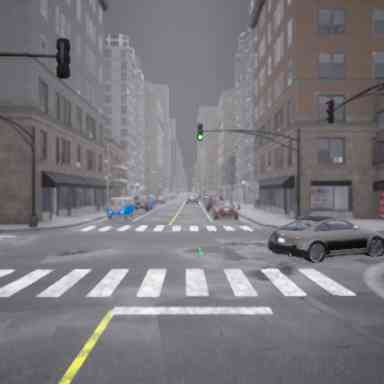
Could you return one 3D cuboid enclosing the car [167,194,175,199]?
[{"bbox_3d":[-5.857,1.399,94.620,1.947,1.339,4.313,0,0,0],"label":"car"}]

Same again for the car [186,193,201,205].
[{"bbox_3d":[0.049,1.283,58.580,2.097,1.767,4.553,0,0,0],"label":"car"}]

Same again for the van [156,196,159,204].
[{"bbox_3d":[-5.857,1.302,44.344,1.690,1.788,3.998,0,0,0],"label":"van"}]

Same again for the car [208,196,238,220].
[{"bbox_3d":[2.669,1.420,27.604,1.967,1.590,4.097,0,0,0],"label":"car"}]

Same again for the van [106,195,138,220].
[{"bbox_3d":[-5.857,1.322,27.586,1.690,1.788,3.998,0,0,0],"label":"van"}]

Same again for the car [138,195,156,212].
[{"bbox_3d":[-5.857,1.284,38.759,2.192,1.841,5.009,0,0,0],"label":"car"}]

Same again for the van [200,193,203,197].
[{"bbox_3d":[2.669,1.279,55.529,1.690,1.788,3.998,0,0,0],"label":"van"}]

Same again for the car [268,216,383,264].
[{"bbox_3d":[4.810,1.567,11.774,4.181,1.385,1.994,0,0,-23],"label":"car"}]

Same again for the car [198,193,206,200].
[{"bbox_3d":[2.669,1.164,89.039,2.192,1.841,5.009,0,0,0],"label":"car"}]

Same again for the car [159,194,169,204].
[{"bbox_3d":[-5.856,1.470,61.104,1.887,1.381,4.507,0,0,0],"label":"car"}]

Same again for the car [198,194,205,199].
[{"bbox_3d":[2.669,1.383,94.625,2.008,1.369,4.403,0,0,0],"label":"car"}]

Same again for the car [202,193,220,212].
[{"bbox_3d":[2.669,1.283,38.774,2.192,1.841,5.009,0,0,0],"label":"car"}]

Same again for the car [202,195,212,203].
[{"bbox_3d":[3.145,1.404,70.427,1.837,1.490,4.892,0,0,0],"label":"car"}]

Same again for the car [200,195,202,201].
[{"bbox_3d":[2.669,1.500,49.944,2.008,1.369,4.403,0,0,0],"label":"car"}]

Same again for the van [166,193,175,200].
[{"bbox_3d":[-5.856,1.206,83.447,1.690,1.788,3.998,0,0,0],"label":"van"}]

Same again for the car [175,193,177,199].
[{"bbox_3d":[-5.856,1.415,89.033,1.947,1.339,4.313,0,0,0],"label":"car"}]

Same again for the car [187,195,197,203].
[{"bbox_3d":[0.000,1.430,68.603,1.812,1.442,4.674,0,0,0],"label":"car"}]

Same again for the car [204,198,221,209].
[{"bbox_3d":[2.669,1.526,44.359,1.947,1.339,4.313,0,0,0],"label":"car"}]

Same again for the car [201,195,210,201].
[{"bbox_3d":[3.148,1.407,77.427,1.812,1.442,4.674,0,0,0],"label":"car"}]
